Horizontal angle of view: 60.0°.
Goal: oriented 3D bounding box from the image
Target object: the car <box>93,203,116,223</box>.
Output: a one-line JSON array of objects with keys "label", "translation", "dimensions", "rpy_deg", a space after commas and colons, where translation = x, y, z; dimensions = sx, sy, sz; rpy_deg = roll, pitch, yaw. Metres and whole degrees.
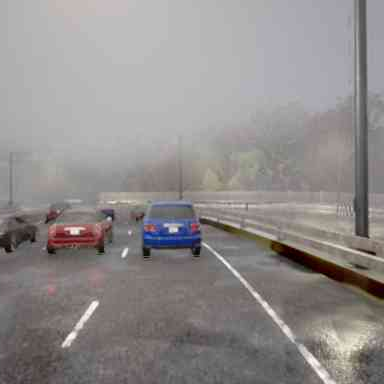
[{"label": "car", "translation": [-8.106, 1.812, 30.425], "dimensions": [1.882, 1.535, 5.008], "rpy_deg": [0, 0, -17]}]

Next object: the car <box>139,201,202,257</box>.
[{"label": "car", "translation": [-0.977, 1.375, 13.835], "dimensions": [2.150, 2.045, 5.566], "rpy_deg": [0, 0, -8]}]

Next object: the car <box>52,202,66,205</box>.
[{"label": "car", "translation": [-11.250, 1.671, 28.727], "dimensions": [2.097, 1.767, 4.553], "rpy_deg": [0, -1, -16]}]

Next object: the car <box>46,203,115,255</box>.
[{"label": "car", "translation": [-4.586, 1.510, 14.260], "dimensions": [2.097, 1.767, 4.553], "rpy_deg": [0, -1, -8]}]

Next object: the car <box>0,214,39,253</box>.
[{"label": "car", "translation": [-8.127, 1.688, 14.312], "dimensions": [1.812, 1.442, 4.674], "rpy_deg": [0, 0, -8]}]

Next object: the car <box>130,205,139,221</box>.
[{"label": "car", "translation": [-4.513, 1.898, 30.611], "dimensions": [1.994, 1.385, 4.181], "rpy_deg": [0, -1, -16]}]
